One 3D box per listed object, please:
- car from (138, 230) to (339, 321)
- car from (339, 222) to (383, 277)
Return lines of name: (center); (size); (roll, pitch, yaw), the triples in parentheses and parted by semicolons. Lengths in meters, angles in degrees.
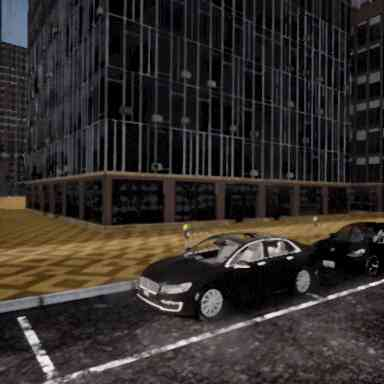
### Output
car: (0.968, 1.589, 7.244); (4.403, 1.369, 2.008); (1, 0, -35)
car: (5.602, 1.647, 10.549); (4.313, 1.339, 1.947); (1, 0, -35)
